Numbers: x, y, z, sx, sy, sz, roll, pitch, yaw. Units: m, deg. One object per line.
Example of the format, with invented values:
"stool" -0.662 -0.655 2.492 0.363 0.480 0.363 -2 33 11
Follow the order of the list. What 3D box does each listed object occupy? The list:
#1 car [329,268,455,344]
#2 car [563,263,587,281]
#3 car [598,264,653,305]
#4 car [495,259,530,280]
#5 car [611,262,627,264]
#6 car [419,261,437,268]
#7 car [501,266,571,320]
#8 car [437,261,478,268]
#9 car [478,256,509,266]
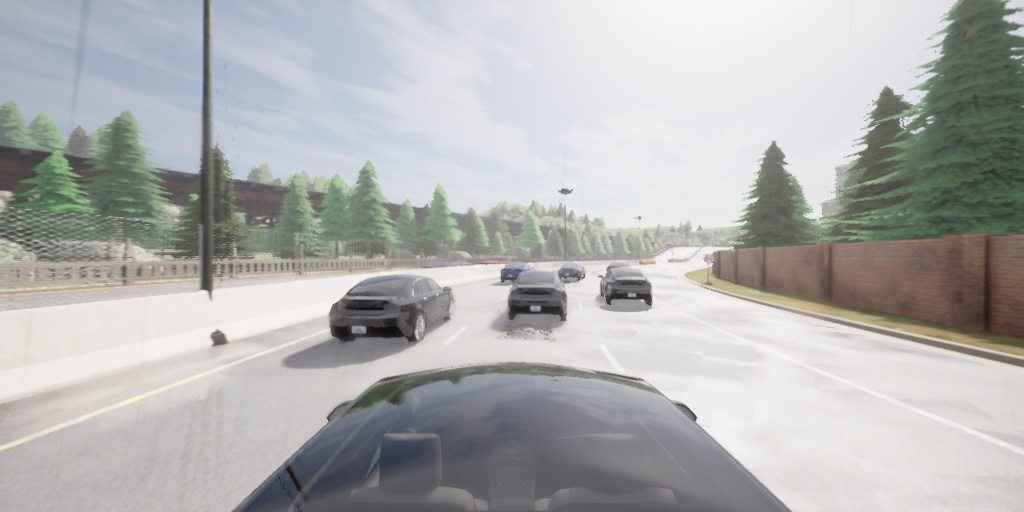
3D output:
"car" -2.874 1.242 9.619 1.837 1.490 4.892 0 0 5
"car" 5.078 1.300 30.290 1.812 1.442 4.674 0 0 19
"car" 5.079 1.279 16.315 1.837 1.490 4.892 0 0 10
"car" 0.566 1.232 27.572 1.882 1.535 5.008 0 0 16
"car" 10.089 1.275 33.763 1.882 1.535 5.008 0 0 21
"car" -8.975 1.259 43.122 2.033 1.411 5.357 0 0 23
"car" 0.985 1.260 12.679 1.837 1.490 4.892 0 0 7
"car" -6.142 1.250 40.747 1.812 1.442 4.674 0 0 23
"car" -1.967 0.967 41.717 2.150 2.045 5.566 0 0 23
